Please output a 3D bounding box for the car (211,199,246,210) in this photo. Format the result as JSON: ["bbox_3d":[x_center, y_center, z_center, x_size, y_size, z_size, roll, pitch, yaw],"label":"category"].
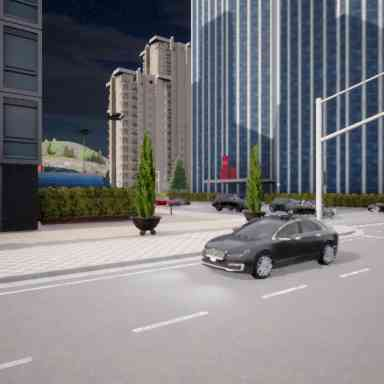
[{"bbox_3d":[4.702,1.601,43.690,1.895,1.301,4.718,0,0,-36],"label":"car"}]

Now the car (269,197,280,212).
[{"bbox_3d":[10.558,1.352,35.600,2.097,1.767,4.553,0,0,-36],"label":"car"}]

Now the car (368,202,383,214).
[{"bbox_3d":[20.620,1.491,33.879,2.128,1.511,4.902,0,0,-39],"label":"car"}]

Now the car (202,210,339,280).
[{"bbox_3d":[2.526,1.505,10.097,4.892,1.490,1.837,0,0,-36],"label":"car"}]

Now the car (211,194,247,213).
[{"bbox_3d":[4.787,1.222,37.604,2.150,2.045,5.566,0,0,-36],"label":"car"}]

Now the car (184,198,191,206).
[{"bbox_3d":[-1.904,1.564,52.846,1.994,1.385,4.181,0,0,-36],"label":"car"}]

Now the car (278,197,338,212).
[{"bbox_3d":[10.525,1.491,29.687,2.128,1.511,4.902,0,0,-36],"label":"car"}]

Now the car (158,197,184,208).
[{"bbox_3d":[-3.693,1.478,49.341,1.882,1.535,5.008,0,0,-36],"label":"car"}]
